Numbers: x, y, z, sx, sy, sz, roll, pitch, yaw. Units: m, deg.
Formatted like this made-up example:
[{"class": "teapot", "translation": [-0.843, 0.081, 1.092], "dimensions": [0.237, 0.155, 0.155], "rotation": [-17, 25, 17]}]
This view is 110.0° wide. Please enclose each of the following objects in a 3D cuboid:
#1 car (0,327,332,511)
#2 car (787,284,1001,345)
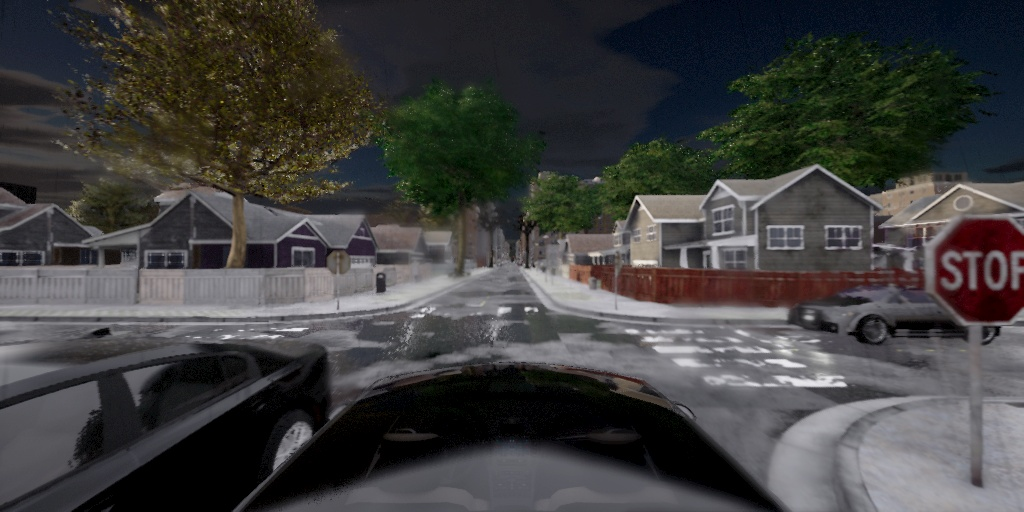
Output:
[{"class": "car", "translation": [-2.743, 1.234, 1.546], "dimensions": [1.882, 1.535, 5.008], "rotation": [0, -1, 0]}, {"class": "car", "translation": [9.899, 1.463, 9.537], "dimensions": [4.181, 1.385, 1.994], "rotation": [0, -1, 0]}]
